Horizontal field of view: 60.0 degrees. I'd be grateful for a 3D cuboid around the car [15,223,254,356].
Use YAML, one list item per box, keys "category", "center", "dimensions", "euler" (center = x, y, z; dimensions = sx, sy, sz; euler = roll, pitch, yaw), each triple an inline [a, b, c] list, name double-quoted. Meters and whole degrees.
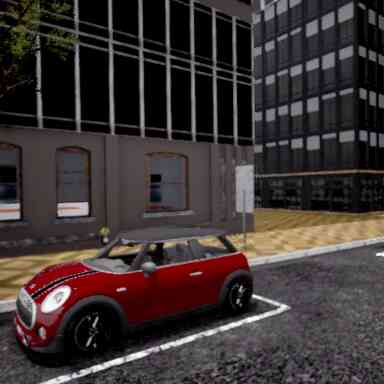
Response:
- category: "car"
  center: [-0.864, 1.435, 5.959]
  dimensions: [4.097, 1.590, 1.967]
  euler: [0, -1, -35]
